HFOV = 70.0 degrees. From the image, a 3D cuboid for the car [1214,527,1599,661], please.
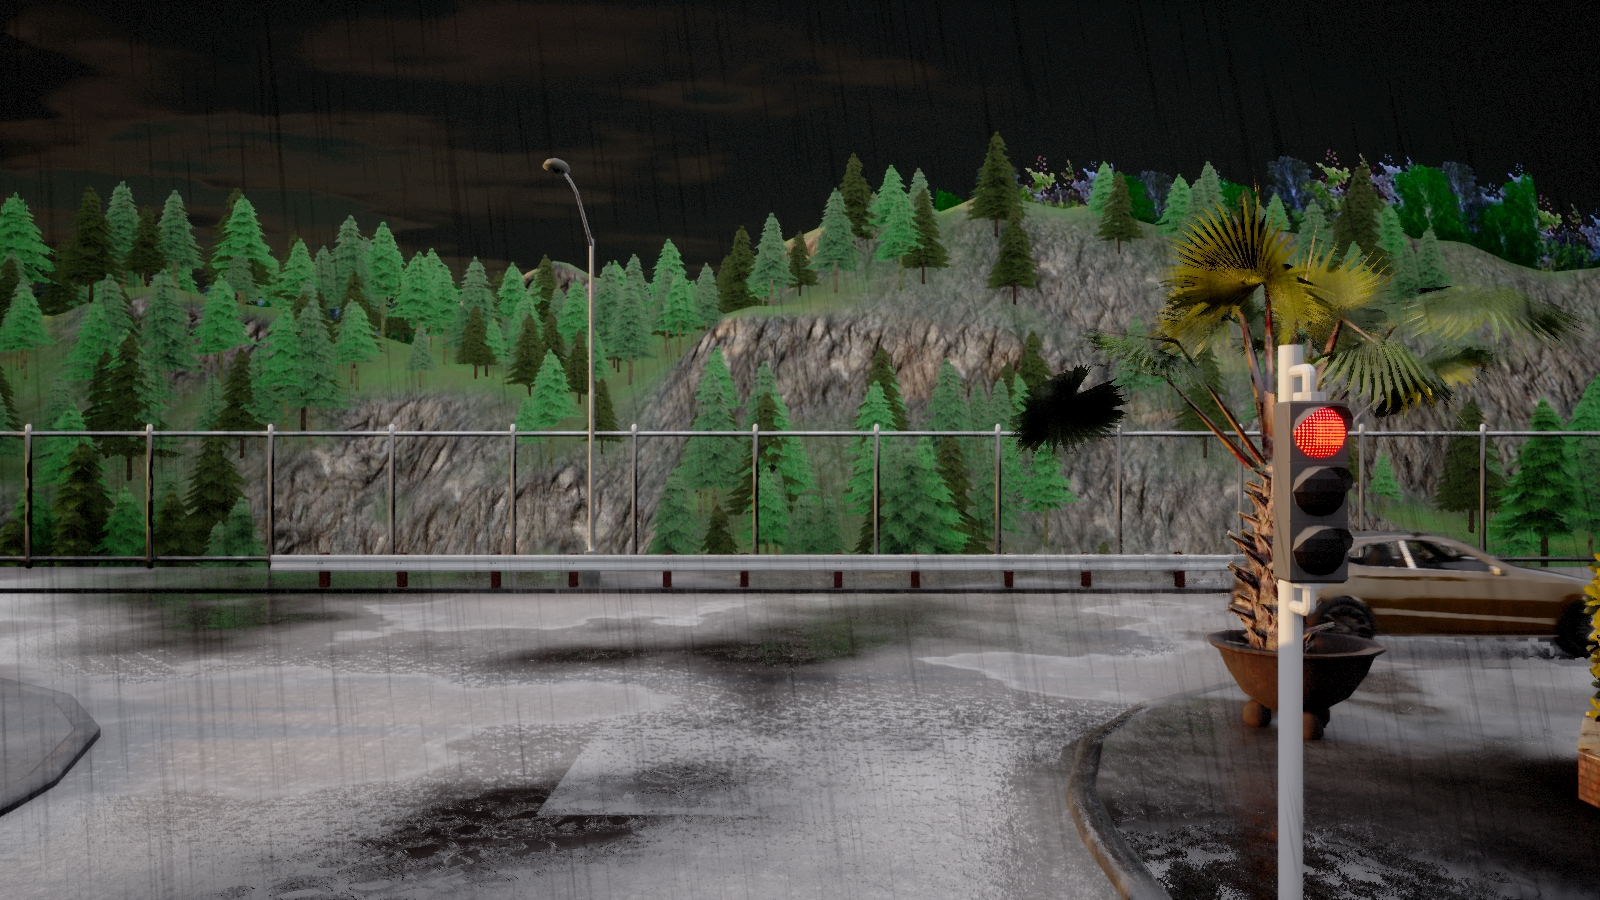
[{"bbox_3d":[8.822,1.992,16.327,5.027,1.651,2.152,0,0,0],"label":"car"}]
